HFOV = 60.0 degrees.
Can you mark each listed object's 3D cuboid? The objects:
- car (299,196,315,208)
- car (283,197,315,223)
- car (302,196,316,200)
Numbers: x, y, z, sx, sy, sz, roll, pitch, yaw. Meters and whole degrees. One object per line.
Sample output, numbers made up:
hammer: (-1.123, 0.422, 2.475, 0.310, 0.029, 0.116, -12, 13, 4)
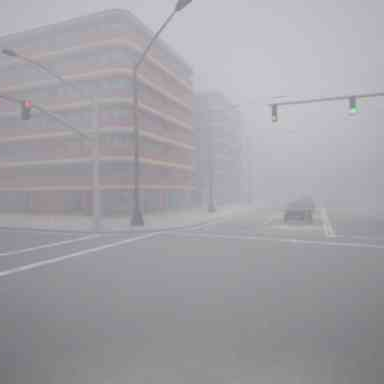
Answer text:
car: (15.128, 1.259, 43.739, 1.837, 1.490, 4.892, -1, 0, 21)
car: (7.960, 1.361, 24.800, 1.882, 1.535, 5.008, -1, 0, 21)
car: (11.332, 1.300, 33.755, 1.882, 1.535, 5.008, -1, 0, 21)
